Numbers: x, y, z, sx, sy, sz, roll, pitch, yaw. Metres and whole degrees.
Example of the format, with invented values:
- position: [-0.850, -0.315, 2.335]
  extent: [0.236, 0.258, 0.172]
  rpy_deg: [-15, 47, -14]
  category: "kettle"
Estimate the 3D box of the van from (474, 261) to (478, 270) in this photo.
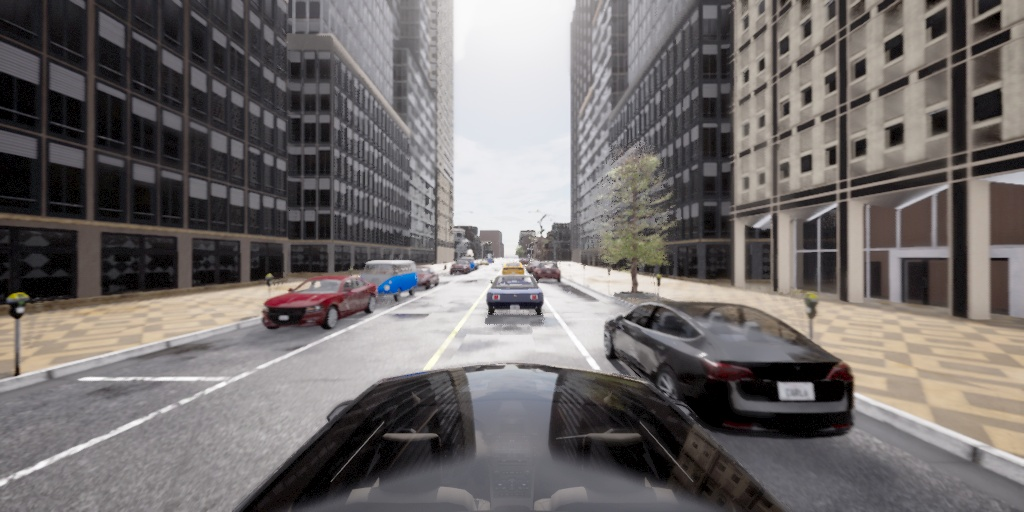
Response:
- position: [-5.686, 1.080, 45.337]
  extent: [1.690, 1.789, 3.998]
  rpy_deg: [0, 0, 0]
  category: "van"

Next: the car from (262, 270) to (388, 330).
- position: [-5.690, 1.295, 11.183]
  extent: [1.888, 1.381, 4.507]
  rpy_deg: [0, 0, 0]
  category: "car"

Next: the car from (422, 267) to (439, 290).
- position: [-5.689, 1.330, 22.568]
  extent: [1.802, 1.307, 4.207]
  rpy_deg: [0, 0, 0]
  category: "car"

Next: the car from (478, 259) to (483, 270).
- position: [-5.686, 1.302, 51.029]
  extent: [1.948, 1.339, 4.313]
  rpy_deg: [0, 0, 0]
  category: "car"

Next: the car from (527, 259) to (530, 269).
- position: [2.694, 1.324, 39.629]
  extent: [1.802, 1.307, 4.207]
  rpy_deg: [0, 0, 0]
  category: "car"

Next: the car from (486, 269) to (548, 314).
- position: [0.100, 1.350, 13.706]
  extent: [1.895, 1.301, 4.718]
  rpy_deg: [0, 0, 0]
  category: "car"

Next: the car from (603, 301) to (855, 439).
- position: [2.690, 1.316, 5.477]
  extent: [1.948, 1.339, 4.313]
  rpy_deg: [0, 0, 0]
  category: "car"

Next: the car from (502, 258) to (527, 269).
- position: [0.103, 1.223, 31.574]
  extent: [1.882, 1.535, 5.008]
  rpy_deg: [0, 0, 0]
  category: "car"

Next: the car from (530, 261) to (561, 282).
- position: [2.693, 1.186, 28.244]
  extent: [1.967, 1.591, 4.097]
  rpy_deg: [0, 0, 0]
  category: "car"

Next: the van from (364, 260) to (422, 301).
- position: [-5.689, 1.090, 16.876]
  extent: [1.690, 1.789, 3.998]
  rpy_deg: [0, 0, 0]
  category: "van"

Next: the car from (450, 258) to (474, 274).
- position: [-5.687, 1.182, 39.644]
  extent: [1.967, 1.591, 4.097]
  rpy_deg: [0, 0, 0]
  category: "car"
